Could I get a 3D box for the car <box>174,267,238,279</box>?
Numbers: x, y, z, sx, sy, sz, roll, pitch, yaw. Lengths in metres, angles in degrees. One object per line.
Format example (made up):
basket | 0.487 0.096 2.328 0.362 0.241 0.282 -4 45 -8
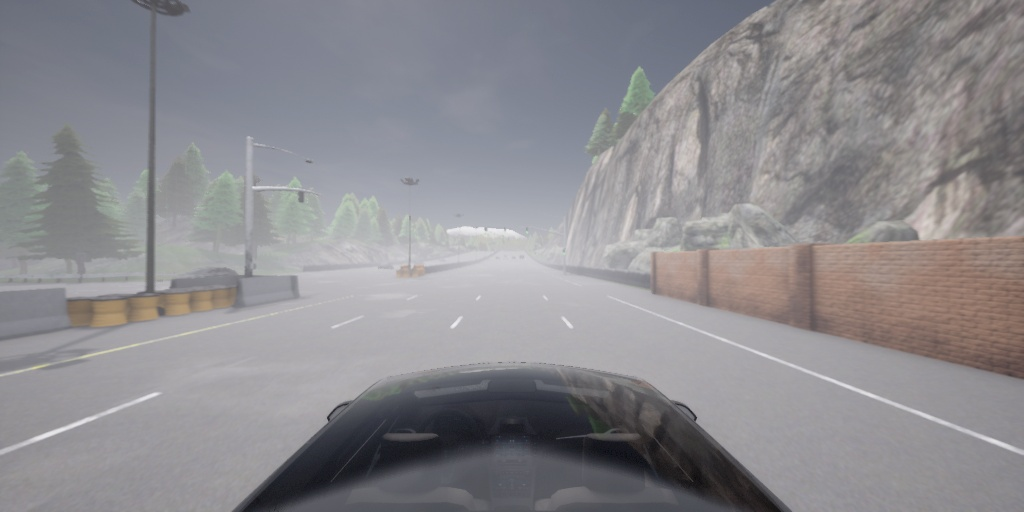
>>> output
car | -24.507 1.640 28.865 1.837 1.490 4.892 0 -1 0
